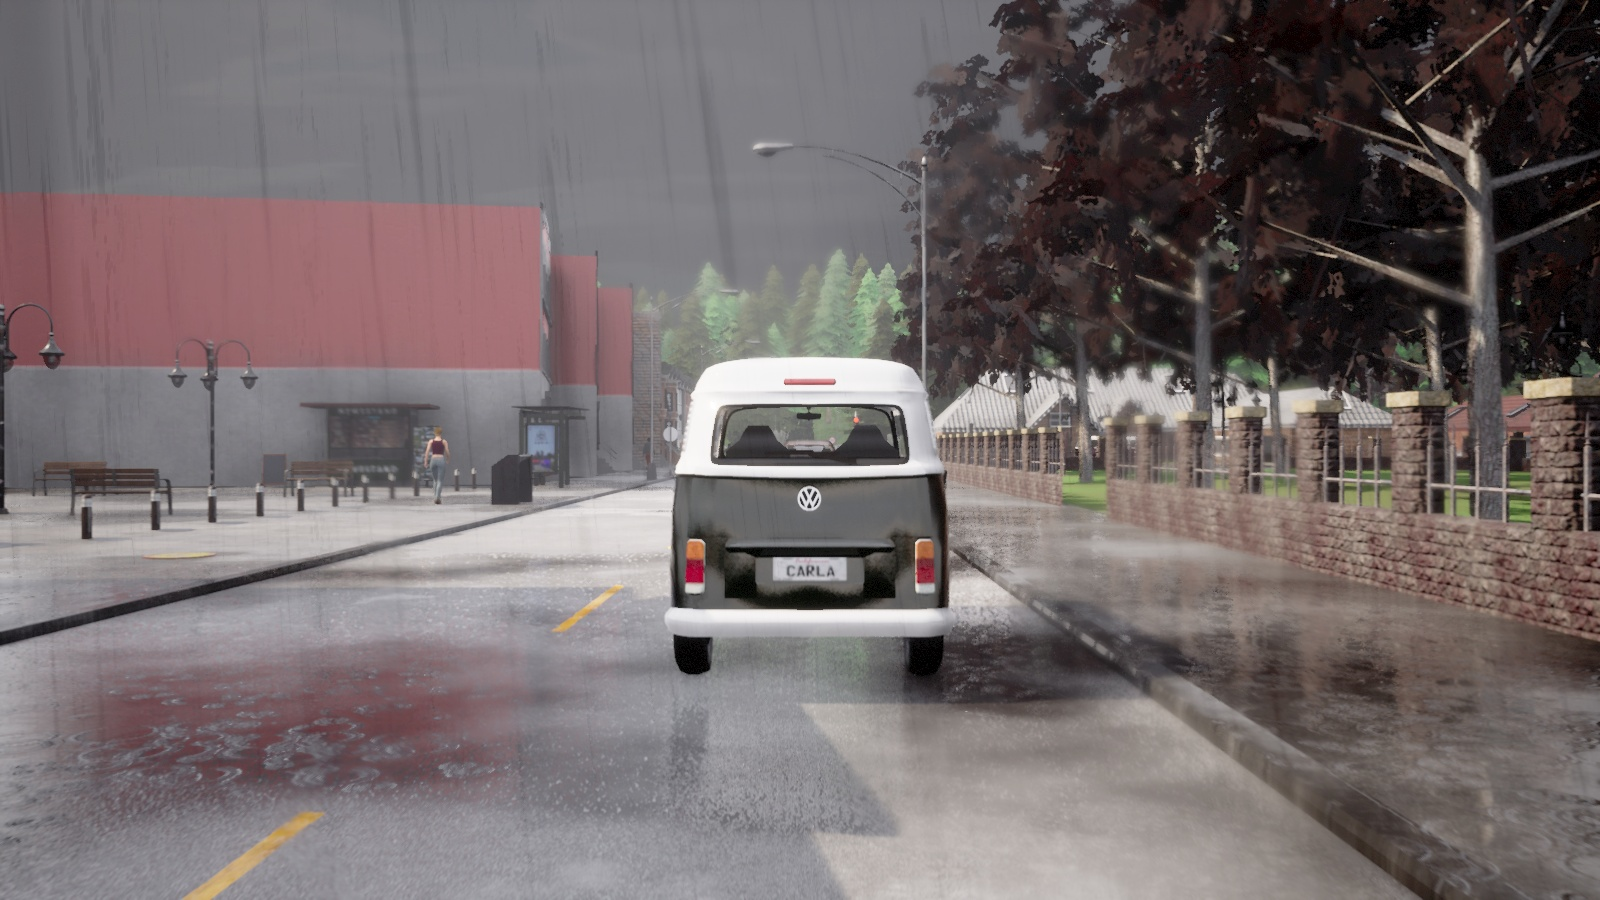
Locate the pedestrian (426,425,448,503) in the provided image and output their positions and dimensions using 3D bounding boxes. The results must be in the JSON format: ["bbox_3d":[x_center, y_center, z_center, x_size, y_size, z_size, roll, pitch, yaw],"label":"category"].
[{"bbox_3d":[-8.620,0.337,29.822,0.345,1.836,0.594,0,0,-2],"label":"pedestrian"}]

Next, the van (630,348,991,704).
[{"bbox_3d":[0.070,0.433,9.444,2.069,2.038,4.480,0,0,0],"label":"van"}]

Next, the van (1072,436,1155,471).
[{"bbox_3d":[18.770,0.201,75.324,4.480,2.038,2.069,0,0,-1],"label":"van"}]
